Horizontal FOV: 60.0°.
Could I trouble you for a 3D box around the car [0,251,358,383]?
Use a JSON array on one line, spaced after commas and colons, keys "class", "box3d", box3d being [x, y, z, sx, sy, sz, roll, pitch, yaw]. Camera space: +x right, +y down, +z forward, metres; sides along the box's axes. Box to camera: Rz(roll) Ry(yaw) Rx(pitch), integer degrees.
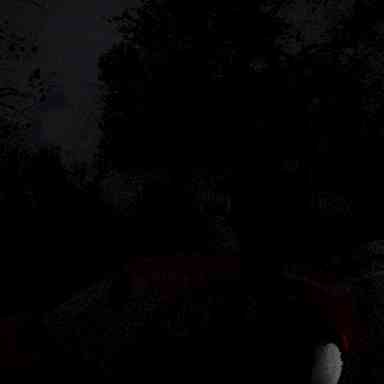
[{"class": "car", "box3d": [-0.250, 1.481, 3.505, 5.008, 1.535, 1.882, 0, 0, -35]}]
